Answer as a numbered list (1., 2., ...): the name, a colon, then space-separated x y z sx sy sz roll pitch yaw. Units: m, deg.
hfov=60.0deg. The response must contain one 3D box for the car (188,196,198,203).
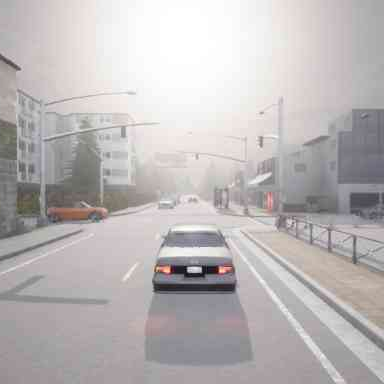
1. car: 0.197 1.526 68.808 1.812 1.442 4.674 0 0 0

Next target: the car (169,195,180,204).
1. car: -3.440 1.478 65.975 1.882 1.535 5.008 0 0 0

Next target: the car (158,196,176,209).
1. car: -3.534 1.526 45.830 1.812 1.442 4.674 0 0 0

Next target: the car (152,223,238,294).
1. car: 0.072 1.547 8.922 2.033 1.411 5.357 0 0 1

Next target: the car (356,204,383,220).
1. car: 16.756 1.740 29.296 4.181 1.385 1.994 0 0 0

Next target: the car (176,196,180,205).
1. car: -3.508 1.505 55.834 1.837 1.490 4.892 0 0 0

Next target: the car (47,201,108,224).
1. car: -8.975 1.494 26.307 4.553 1.767 2.097 -1 -1 -11
